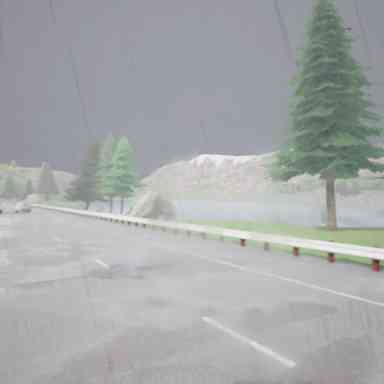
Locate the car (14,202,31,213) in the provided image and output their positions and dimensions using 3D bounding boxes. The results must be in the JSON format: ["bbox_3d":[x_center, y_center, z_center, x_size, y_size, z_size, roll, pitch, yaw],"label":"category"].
[{"bbox_3d":[-23.943,2.204,47.121,1.812,1.442,4.674,0,-1,-32],"label":"car"}]

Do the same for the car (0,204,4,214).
[{"bbox_3d":[-26.213,2.246,44.183,1.895,1.301,4.718,0,-1,-33],"label":"car"}]
